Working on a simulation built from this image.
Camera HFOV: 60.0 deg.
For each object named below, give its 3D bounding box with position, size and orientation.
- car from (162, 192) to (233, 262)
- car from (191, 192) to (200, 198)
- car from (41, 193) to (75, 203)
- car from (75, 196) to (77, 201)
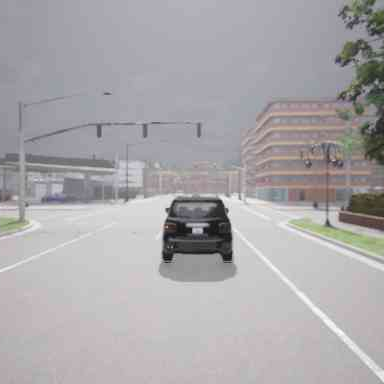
[{"bbox_3d":[0.181,1.147,11.912,2.150,2.045,5.566,0,0,0],"label":"car"},{"bbox_3d":[0.889,0.840,85.840,2.128,1.511,4.902,0,0,0],"label":"car"},{"bbox_3d":[-22.869,0.950,55.917,4.611,1.667,2.242,0,0,1],"label":"car"},{"bbox_3d":[-23.540,1.075,61.674,3.806,1.475,1.970,0,0,1],"label":"car"}]
